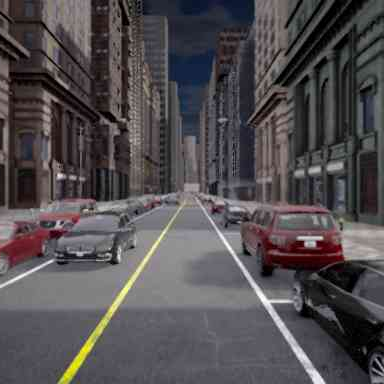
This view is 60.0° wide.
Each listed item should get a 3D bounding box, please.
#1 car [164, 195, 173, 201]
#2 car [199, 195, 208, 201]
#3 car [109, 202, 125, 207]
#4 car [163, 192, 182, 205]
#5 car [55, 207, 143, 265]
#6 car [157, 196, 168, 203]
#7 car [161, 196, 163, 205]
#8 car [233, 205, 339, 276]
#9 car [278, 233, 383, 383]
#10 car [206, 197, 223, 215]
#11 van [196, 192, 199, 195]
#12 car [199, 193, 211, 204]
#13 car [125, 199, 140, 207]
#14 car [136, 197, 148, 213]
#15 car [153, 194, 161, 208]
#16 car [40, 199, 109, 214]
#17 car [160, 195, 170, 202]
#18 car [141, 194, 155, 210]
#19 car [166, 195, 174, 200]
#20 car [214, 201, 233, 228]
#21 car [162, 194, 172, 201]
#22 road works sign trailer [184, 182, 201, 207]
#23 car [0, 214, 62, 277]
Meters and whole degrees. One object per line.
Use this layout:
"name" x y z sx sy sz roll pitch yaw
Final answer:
"car" -5.868 1.391 82.966 1.887 1.381 4.507 0 0 0
"car" 2.665 1.402 77.385 1.887 1.381 4.507 0 0 0
"car" -5.786 1.483 21.178 1.752 1.417 4.829 0 0 0
"car" -3.141 1.249 54.066 2.097 1.767 4.553 0 0 0
"car" -3.114 1.482 11.646 1.837 1.490 4.892 0 0 0
"car" -5.846 1.457 66.161 1.802 1.307 4.206 0 0 0
"car" -5.831 1.440 54.958 1.887 1.381 4.507 0 0 0
"car" 2.755 1.295 10.158 2.192 1.841 5.009 0 0 0
"car" 2.761 1.557 4.557 1.947 1.339 4.313 0 0 0
"car" 2.724 1.482 32.568 1.887 1.381 4.507 0 0 0
"van" 2.651 1.179 88.588 1.690 1.788 3.998 0 0 0
"car" 2.687 1.326 60.577 1.967 1.590 4.097 0 0 0
"car" -5.794 1.498 26.949 2.008 1.369 4.403 0 0 0
"car" -5.801 1.502 32.551 1.947 1.339 4.313 0 0 0
"car" -5.815 1.230 43.754 2.192 1.841 5.009 0 0 0
"car" -5.778 1.284 15.745 2.192 1.841 5.009 0 0 0
"car" -5.853 1.391 71.593 1.752 1.417 4.829 0 0 0
"car" -5.808 1.366 38.152 1.967 1.590 4.097 0 0 0
"car" -5.875 1.381 88.569 1.887 1.381 4.507 0 0 0
"car" 2.739 1.510 21.363 2.008 1.369 4.403 0 0 0
"car" -5.860 1.296 77.364 1.967 1.590 4.097 0 0 0
"road works sign trailer" -0.064 0.370 49.252 2.380 3.560 2.880 0 0 0
"car" -5.772 1.561 10.144 1.802 1.307 4.206 0 0 0
